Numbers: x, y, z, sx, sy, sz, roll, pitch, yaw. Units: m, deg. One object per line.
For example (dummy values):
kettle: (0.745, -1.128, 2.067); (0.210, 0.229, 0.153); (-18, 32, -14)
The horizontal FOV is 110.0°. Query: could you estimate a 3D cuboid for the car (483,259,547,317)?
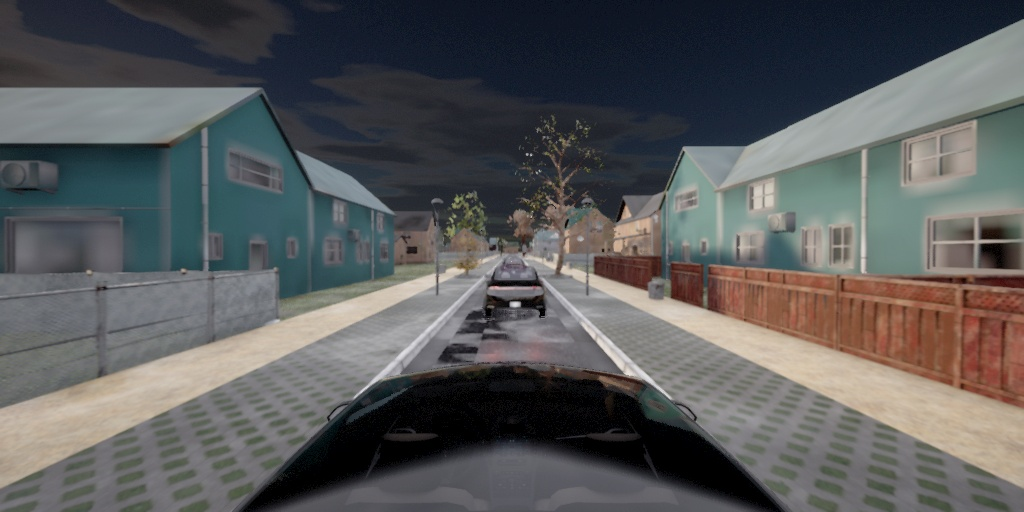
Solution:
car: (0.098, 1.044, 12.050); (2.128, 1.511, 4.902); (0, 1, 0)
